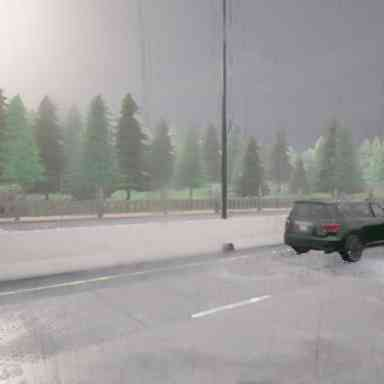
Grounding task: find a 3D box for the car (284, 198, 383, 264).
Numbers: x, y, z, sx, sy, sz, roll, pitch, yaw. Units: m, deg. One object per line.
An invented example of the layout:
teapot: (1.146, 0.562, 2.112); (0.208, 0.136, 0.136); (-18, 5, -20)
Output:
car: (5.789, 1.251, 12.253); (5.566, 2.045, 2.150); (0, 0, -35)
